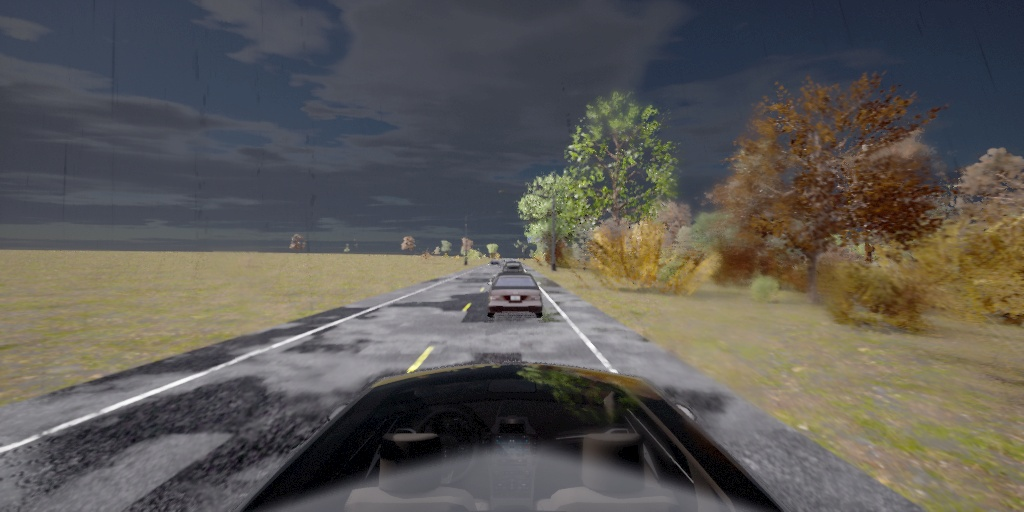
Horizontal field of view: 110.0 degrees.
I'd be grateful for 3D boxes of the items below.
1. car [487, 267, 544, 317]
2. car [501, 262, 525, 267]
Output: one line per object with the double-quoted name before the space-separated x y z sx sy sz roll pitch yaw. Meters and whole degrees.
"car" 0.099 1.293 13.127 2.033 1.411 5.357 0 0 0
"car" 0.097 1.244 32.168 1.837 1.490 4.892 0 0 0
